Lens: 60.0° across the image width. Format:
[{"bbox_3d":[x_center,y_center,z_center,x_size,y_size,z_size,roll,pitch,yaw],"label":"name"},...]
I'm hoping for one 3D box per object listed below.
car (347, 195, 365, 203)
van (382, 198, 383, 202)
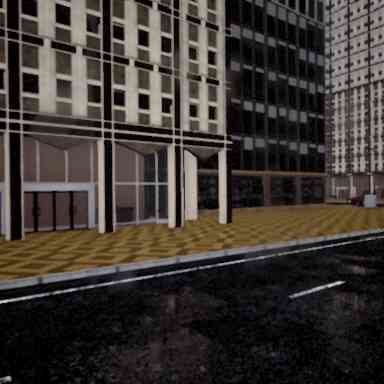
[{"bbox_3d":[27.340,1.166,53.799,1.887,1.381,4.507,-1,1,-34],"label":"car"},{"bbox_3d":[30.524,0.988,49.267,1.690,1.788,3.998,-1,1,-34],"label":"van"}]
